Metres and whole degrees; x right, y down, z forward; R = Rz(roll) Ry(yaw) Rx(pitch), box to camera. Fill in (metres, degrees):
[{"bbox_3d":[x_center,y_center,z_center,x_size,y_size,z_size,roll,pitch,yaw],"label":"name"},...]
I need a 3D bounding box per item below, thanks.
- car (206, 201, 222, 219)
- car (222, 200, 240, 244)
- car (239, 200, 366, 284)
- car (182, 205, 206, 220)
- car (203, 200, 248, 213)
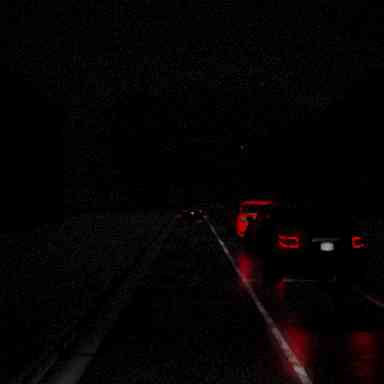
[{"bbox_3d":[2.648,1.877,33.179,1.887,1.381,4.507,-1,-1,0],"label":"car"},{"bbox_3d":[2.993,1.394,17.035,2.150,2.045,5.566,0,-1,0],"label":"car"},{"bbox_3d":[2.988,1.325,10.034,2.150,2.045,5.566,0,-1,0],"label":"car"},{"bbox_3d":[0.079,1.883,31.897,1.994,1.385,4.181,0,-1,1],"label":"car"},{"bbox_3d":[4.369,1.881,43.574,5.357,1.411,2.033,-1,0,-14],"label":"car"}]
